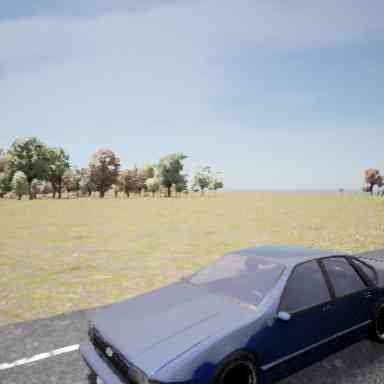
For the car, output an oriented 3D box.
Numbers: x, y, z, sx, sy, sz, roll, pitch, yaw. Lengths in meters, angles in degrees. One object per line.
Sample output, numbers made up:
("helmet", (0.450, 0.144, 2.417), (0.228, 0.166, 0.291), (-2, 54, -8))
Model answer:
("car", (1.263, 1.548, 4.887), (5.357, 1.411, 2.033), (0, 0, -35))
